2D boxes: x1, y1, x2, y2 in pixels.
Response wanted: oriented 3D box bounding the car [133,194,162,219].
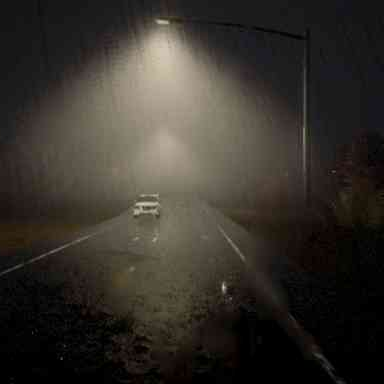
[{"bbox_3d":[-3.844,1.235,29.489,2.150,2.045,5.566,0,0,-3],"label":"car"}]
